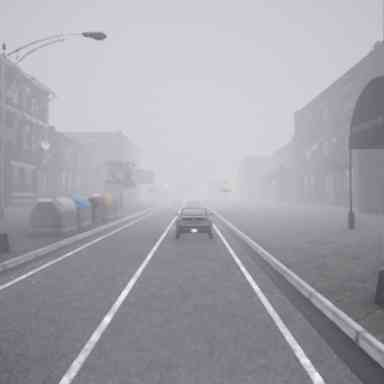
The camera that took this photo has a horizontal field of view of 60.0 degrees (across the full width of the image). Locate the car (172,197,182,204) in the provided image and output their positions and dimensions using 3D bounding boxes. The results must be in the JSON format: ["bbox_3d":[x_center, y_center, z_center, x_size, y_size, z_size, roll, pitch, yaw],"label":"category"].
[{"bbox_3d":[-2.967,1.781,68.673,1.994,1.385,4.181,0,0,0],"label":"car"}]

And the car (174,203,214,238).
[{"bbox_3d":[0.109,1.543,17.875,1.837,1.490,4.892,0,0,0],"label":"car"}]

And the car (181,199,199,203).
[{"bbox_3d":[0.118,1.668,35.989,2.033,1.411,5.357,0,0,0],"label":"car"}]
